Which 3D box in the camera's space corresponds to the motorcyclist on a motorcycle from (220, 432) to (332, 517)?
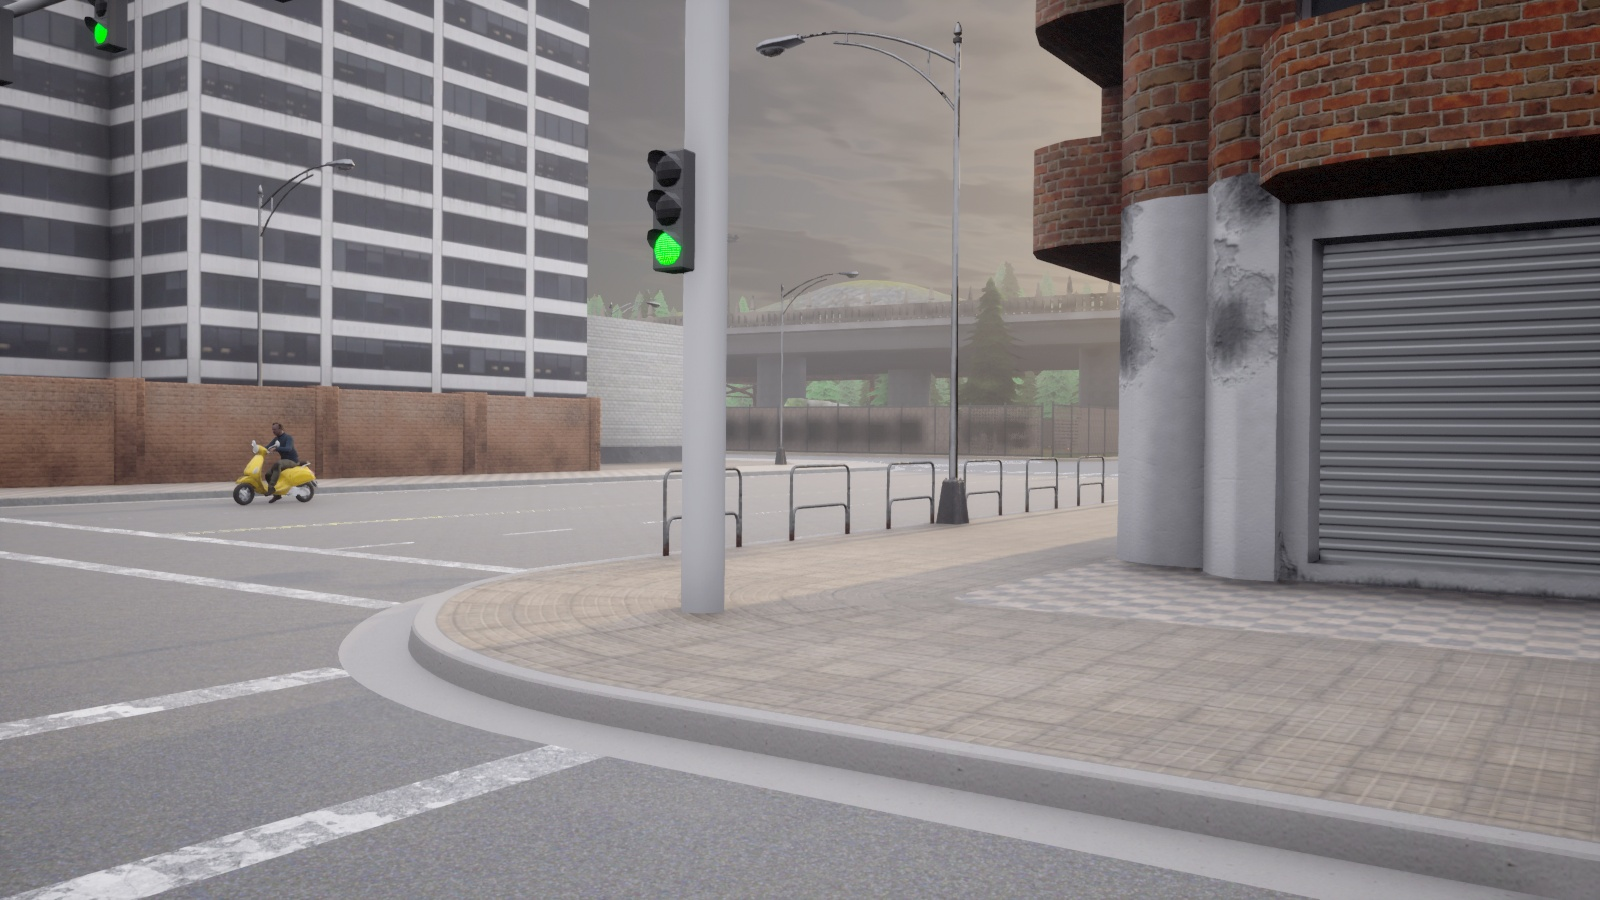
[{"bbox_3d":[-10.189,0.443,24.478,0.866,1.590,1.817,0,1,33],"label":"motorcyclist on a motorcycle"}]
